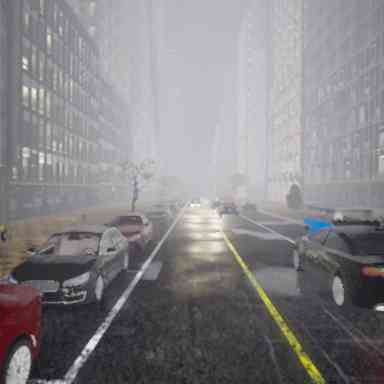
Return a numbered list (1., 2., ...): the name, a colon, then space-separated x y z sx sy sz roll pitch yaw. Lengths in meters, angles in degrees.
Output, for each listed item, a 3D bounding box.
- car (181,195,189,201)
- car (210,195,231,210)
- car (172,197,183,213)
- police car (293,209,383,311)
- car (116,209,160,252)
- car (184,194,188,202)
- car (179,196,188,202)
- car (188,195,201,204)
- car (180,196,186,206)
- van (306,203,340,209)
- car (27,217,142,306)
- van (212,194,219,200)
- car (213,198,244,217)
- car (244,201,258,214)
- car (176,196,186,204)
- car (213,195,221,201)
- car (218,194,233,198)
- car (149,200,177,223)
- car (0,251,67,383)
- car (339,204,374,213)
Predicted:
1. car: -1.790 1.578 87.514 2.008 1.369 4.403 0 0 1
2. car: 3.458 1.539 43.818 2.128 1.511 4.902 0 0 1
3. car: -2.331 1.554 36.363 2.008 1.369 4.403 0 0 1
4. police car: 3.835 1.455 7.992 1.930 1.638 5.238 0 0 2
5. car: -2.572 1.572 13.630 1.802 1.307 4.206 0 0 1
6. car: -2.151 1.452 53.414 1.967 1.590 4.097 0 0 1
7. car: -1.911 1.589 76.147 1.947 1.339 4.313 0 0 1
8. car: 0.640 1.527 62.214 2.128 1.511 4.902 0 0 1
9. car: -2.211 1.591 47.730 1.802 1.307 4.206 0 0 1
10. van: 5.808 1.389 13.542 1.690 1.788 3.998 0 0 1
11. car: -2.633 1.537 7.947 2.008 1.369 4.403 0 0 1
12. van: 6.649 1.428 93.108 1.690 1.788 3.998 0 0 1
13. car: 3.347 1.587 31.393 2.033 1.411 5.357 0 0 1
14. car: 6.049 1.611 36.275 2.008 1.369 4.403 0 0 1
15. car: -2.032 1.543 64.611 1.752 1.417 4.829 0 0 1
16. car: 6.589 1.525 87.425 1.967 1.590 4.097 0 0 1
17. car: 6.288 1.388 59.009 2.192 1.841 5.009 0 0 1
18. car: -2.452 1.547 24.997 2.008 1.369 4.403 0 0 1
19. car: -2.692 1.528 2.264 1.887 1.381 4.507 0 0 1
20. car: 5.747 1.359 7.859 2.192 1.841 5.009 0 0 1
